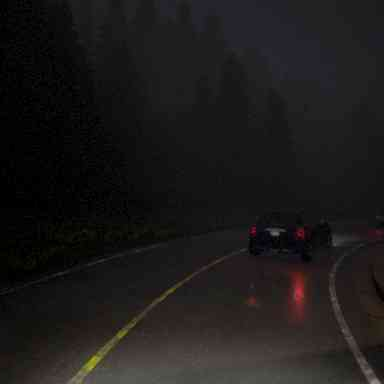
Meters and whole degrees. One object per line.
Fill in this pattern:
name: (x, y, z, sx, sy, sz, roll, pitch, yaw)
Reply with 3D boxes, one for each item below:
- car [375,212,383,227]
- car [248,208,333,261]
car: (14.434, 1.717, 22.696, 4.718, 1.301, 1.895, 0, 0, -38)
car: (3.929, 1.410, 12.840, 2.097, 1.767, 4.553, 0, 0, 33)
